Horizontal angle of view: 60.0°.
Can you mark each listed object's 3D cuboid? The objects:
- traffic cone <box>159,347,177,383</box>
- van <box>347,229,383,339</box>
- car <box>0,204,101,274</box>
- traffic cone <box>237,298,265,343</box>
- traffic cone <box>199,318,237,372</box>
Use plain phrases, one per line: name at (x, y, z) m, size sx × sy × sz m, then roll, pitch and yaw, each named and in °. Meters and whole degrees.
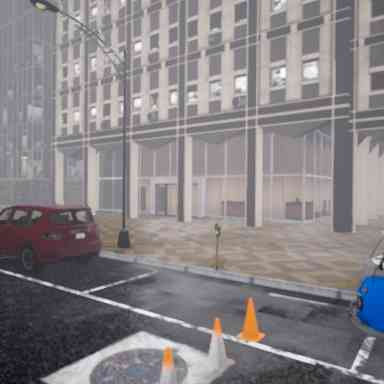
traffic cone at (-0.259, 1.953, 3.551) m, size 0.340 × 0.580 × 0.340 m, roll 0°, pitch 0°, yaw 36°
van at (4.184, 1.343, 3.990) m, size 3.998 × 1.788 × 1.690 m, roll 0°, pitch 1°, yaw 36°
car at (-5.035, 1.302, 10.639) m, size 5.009 × 1.841 × 2.192 m, roll 0°, pitch 1°, yaw 36°
traffic cone at (0.910, 1.953, 5.173) m, size 0.340 × 0.580 × 0.340 m, roll 0°, pitch 0°, yaw 36°
traffic cone at (0.325, 1.953, 4.362) m, size 0.340 × 0.580 × 0.340 m, roll 0°, pitch 0°, yaw 36°
